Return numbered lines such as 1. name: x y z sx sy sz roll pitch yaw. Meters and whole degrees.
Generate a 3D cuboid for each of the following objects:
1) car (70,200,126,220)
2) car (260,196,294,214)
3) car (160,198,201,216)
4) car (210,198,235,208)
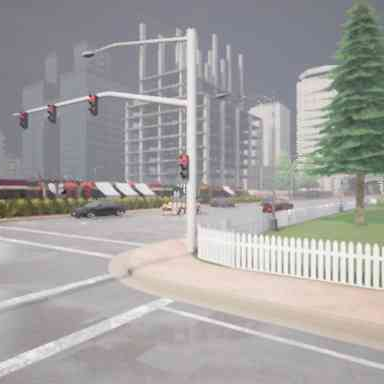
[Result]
1. car: -7.825 1.440 28.077 1.882 1.535 5.008 0 0 34
2. car: 8.767 1.458 33.526 1.882 1.535 5.008 0 0 34
3. car: -1.036 1.321 31.868 2.097 1.767 4.553 0 0 34
4. car: 4.239 1.526 45.889 1.994 1.385 4.181 0 0 34
